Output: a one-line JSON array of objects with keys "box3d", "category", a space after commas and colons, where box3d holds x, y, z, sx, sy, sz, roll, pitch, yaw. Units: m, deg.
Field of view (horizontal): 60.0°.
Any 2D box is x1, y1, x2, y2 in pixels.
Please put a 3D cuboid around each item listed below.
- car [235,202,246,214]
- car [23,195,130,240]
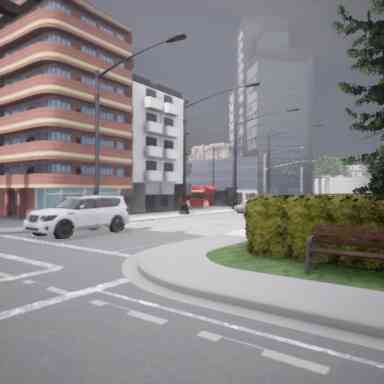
[{"box3d": [6.227, 1.581, 34.209, 1.895, 1.301, 4.718, 0, 0, 36], "category": "car"}, {"box3d": [-5.769, 1.203, 17.462, 2.150, 2.045, 5.566, 0, 0, 35], "category": "car"}]
